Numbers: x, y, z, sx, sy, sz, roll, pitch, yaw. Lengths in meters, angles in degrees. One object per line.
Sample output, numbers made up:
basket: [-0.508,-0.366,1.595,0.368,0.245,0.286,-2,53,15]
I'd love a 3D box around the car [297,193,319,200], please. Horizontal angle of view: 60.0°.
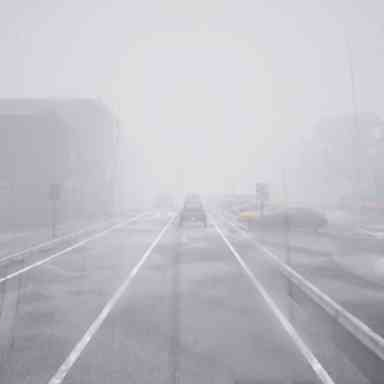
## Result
car: [19.177,1.407,51.224,4.553,1.767,2.185,0,0,0]

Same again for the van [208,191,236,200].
van: [5.975,1.286,65.215,4.442,1.987,1.878,0,0,0]

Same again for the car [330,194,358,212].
car: [19.148,1.295,37.424,5.566,2.045,2.435,0,0,0]

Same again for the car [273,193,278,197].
car: [19.166,1.510,65.150,5.008,1.535,2.097,0,0,0]

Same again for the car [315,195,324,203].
car: [19.135,1.542,42.869,5.008,1.535,2.097,0,0,0]

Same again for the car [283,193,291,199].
car: [19.128,1.274,56.793,5.566,2.045,2.435,0,0,0]

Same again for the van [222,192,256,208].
van: [5.923,1.322,37.443,4.442,1.987,1.878,0,0,0]

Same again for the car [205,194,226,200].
car: [6.325,1.439,90.202,5.366,1.575,1.946,0,0,0]

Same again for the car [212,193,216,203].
car: [6.040,1.406,54.019,4.553,1.767,2.185,0,0,0]

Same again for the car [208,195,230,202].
car: [6.108,1.485,76.286,5.008,1.535,2.097,0,0,0]

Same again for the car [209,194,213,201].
car: [6.058,1.547,62.369,4.792,1.488,2.163,0,0,0]

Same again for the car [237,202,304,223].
car: [6.048,1.587,26.186,4.792,1.488,2.163,0,0,0]

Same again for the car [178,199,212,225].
car: [0.062,1.514,24.064,2.128,1.511,4.902,0,0,0]

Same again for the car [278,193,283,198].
car: [19.135,1.390,62.366,4.553,1.767,2.185,0,0,0]

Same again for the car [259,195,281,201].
car: [19.209,1.467,81.860,5.008,1.535,2.097,0,0,0]

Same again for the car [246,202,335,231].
car: [6.024,1.602,20.761,4.674,1.452,2.002,1,0,0]

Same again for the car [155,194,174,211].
car: [-3.412,1.242,42.009,2.150,2.045,5.566,0,0,0]

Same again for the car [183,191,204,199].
car: [0.034,1.241,41.475,2.150,2.045,5.566,0,0,0]

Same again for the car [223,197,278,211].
car: [6.028,1.551,34.536,4.892,1.521,2.231,0,0,0]

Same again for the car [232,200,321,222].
car: [5.828,1.556,23.403,5.366,1.575,1.946,0,0,0]

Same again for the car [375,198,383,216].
car: [19.135,1.428,29.070,4.553,1.767,2.185,0,0,0]

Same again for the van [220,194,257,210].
van: [5.933,1.318,42.885,4.442,1.987,1.878,0,0,0]

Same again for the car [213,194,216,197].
car: [6.072,1.536,51.235,4.892,1.521,2.231,0,0,0]

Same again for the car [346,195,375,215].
car: [19.083,1.423,34.515,4.553,1.767,2.185,0,0,0]

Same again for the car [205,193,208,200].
car: [5.917,1.496,70.719,5.366,1.575,1.946,0,0,0]

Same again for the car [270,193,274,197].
car: [19.151,1.372,70.720,4.553,1.767,2.185,0,0,0]

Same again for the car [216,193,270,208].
car: [6.016,1.295,40.102,5.566,2.045,2.435,0,0,0]

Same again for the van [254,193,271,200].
van: [19.103,1.214,90.214,4.442,1.987,1.878,0,0,0]

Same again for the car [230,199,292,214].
car: [6.026,1.595,28.969,4.674,1.452,2.002,0,0,0]

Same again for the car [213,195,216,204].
car: [6.246,1.535,48.451,5.366,1.575,1.946,0,0,0]

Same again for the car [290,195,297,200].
car: [19.157,1.531,54.010,4.892,1.521,2.231,0,0,0]

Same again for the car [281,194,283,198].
car: [19.166,1.520,59.581,5.008,1.535,2.097,0,0,0]

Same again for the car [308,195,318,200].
car: [19.105,1.569,45.656,4.792,1.488,2.163,0,0,0]

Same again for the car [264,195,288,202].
car: [19.221,1.513,76.292,4.792,1.488,2.163,0,0,0]

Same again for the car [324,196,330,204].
car: [19.310,1.541,40.209,5.366,1.575,1.946,0,0,0]

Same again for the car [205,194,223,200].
car: [6.139,1.433,92.986,5.008,1.535,2.097,0,0,0]

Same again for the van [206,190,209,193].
van: [6.240,1.243,81.852,4.442,1.987,1.878,0,0,0]

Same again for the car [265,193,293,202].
car: [19.159,1.240,73.503,5.566,2.045,2.435,0,0,0]

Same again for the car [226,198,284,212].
car: [6.000,1.582,31.752,4.792,1.488,2.163,0,0,0]

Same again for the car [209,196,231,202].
car: [6.110,1.533,73.502,4.674,1.452,2.002,0,0,0]
